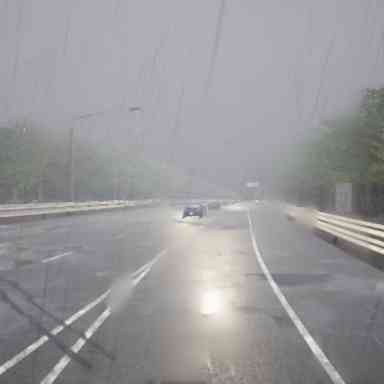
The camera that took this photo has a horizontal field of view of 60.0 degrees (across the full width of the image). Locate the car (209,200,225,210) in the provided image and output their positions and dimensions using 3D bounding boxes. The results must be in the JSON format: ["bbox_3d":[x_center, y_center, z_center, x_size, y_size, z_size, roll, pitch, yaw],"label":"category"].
[{"bbox_3d":[3.561,2.058,53.212,2.128,1.511,4.902,0,-1,9],"label":"car"}]

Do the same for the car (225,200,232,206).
[{"bbox_3d":[7.909,2.644,80.048,2.033,1.411,5.357,0,-1,9],"label":"car"}]

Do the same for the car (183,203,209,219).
[{"bbox_3d":[0.307,1.817,32.802,1.812,1.442,4.674,0,-1,9],"label":"car"}]
